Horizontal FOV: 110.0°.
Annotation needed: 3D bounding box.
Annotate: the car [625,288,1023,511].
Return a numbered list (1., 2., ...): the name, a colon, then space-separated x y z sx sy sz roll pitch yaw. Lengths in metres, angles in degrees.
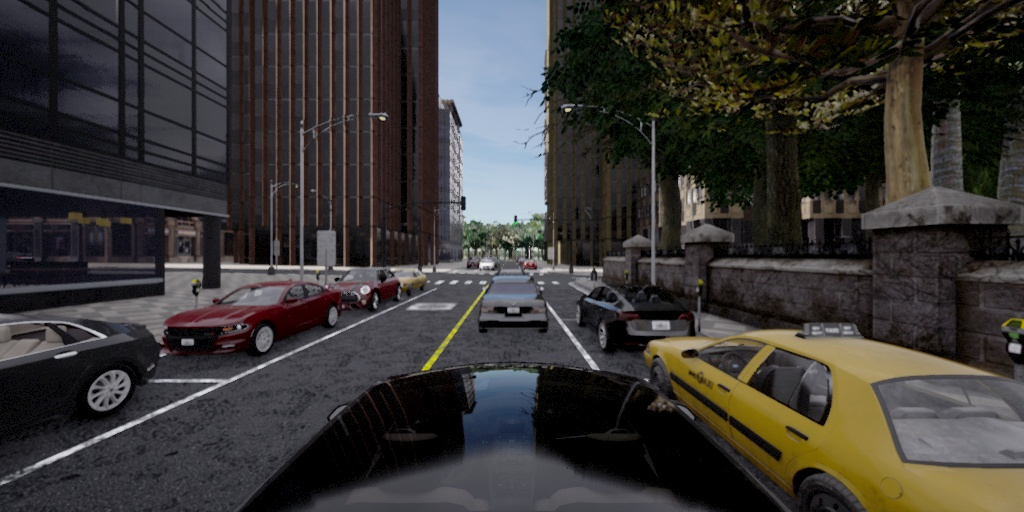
1. car: 2.757 1.273 3.387 1.751 1.417 4.829 0 0 0

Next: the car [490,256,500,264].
1. car: -3.325 1.046 58.003 2.097 1.767 4.553 0 0 0

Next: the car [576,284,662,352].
1. car: 2.735 1.307 8.674 1.948 1.339 4.313 0 0 0

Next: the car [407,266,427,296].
1. car: -5.836 1.254 19.379 1.751 1.417 4.829 0 0 0

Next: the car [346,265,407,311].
1. car: -5.814 1.175 14.093 1.967 1.591 4.097 0 0 0

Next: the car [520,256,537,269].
1. car: 2.552 1.138 51.555 1.967 1.591 4.097 0 0 0

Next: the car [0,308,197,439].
1. car: -5.767 1.298 3.179 2.007 1.370 4.403 0 0 0

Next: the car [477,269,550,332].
1. car: 0.034 1.286 10.755 2.033 1.411 5.357 0 0 0

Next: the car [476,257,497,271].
1. car: -3.288 1.227 47.789 1.812 1.442 4.674 0 0 0

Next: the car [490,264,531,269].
1. car: -0.003 1.328 21.041 1.895 1.301 4.718 0 0 2

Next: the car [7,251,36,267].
1. car: -48.363 0.301 33.916 4.902 1.511 2.128 1 0 0

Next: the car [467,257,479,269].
1. car: -5.996 1.009 56.957 2.192 1.841 5.009 0 0 0

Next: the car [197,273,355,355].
1. car: -5.790 1.286 8.636 1.888 1.381 4.507 0 0 0
